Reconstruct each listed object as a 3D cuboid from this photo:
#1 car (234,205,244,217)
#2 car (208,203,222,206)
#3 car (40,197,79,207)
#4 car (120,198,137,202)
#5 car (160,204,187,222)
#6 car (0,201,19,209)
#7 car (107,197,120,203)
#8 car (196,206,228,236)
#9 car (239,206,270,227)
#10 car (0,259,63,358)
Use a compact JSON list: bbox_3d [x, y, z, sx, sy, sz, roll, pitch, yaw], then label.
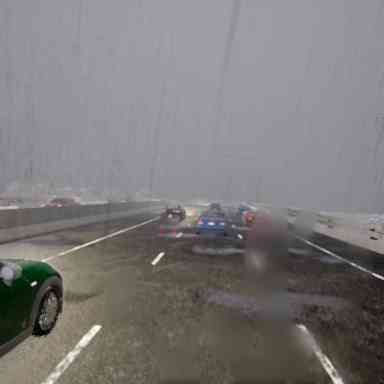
[{"bbox_3d":[6.164,2.302,40.065,1.994,1.385,4.181,2,-1,5],"label":"car"},{"bbox_3d":[3.304,2.260,47.379,1.812,1.442,4.674,2,-1,5],"label":"car"},{"bbox_3d":[-12.225,1.302,30.847,2.097,1.767,4.553,2,-1,4],"label":"car"},{"bbox_3d":[-12.532,1.899,67.698,1.837,1.490,4.892,2,-1,5],"label":"car"},{"bbox_3d":[-1.595,1.811,29.729,2.128,1.511,4.902,2,-1,4],"label":"car"},{"bbox_3d":[-16.053,1.357,26.605,1.895,1.301,4.718,2,-1,4],"label":"car"},{"bbox_3d":[-15.933,1.746,68.867,1.882,1.535,5.008,2,-1,5],"label":"car"},{"bbox_3d":[1.273,1.857,20.970,2.033,1.411,5.357,2,-1,4],"label":"car"},{"bbox_3d":[5.252,2.142,27.820,1.895,1.301,4.718,2,-1,4],"label":"car"},{"bbox_3d":[-3.304,1.280,3.839,2.097,1.767,4.553,2,-1,3],"label":"car"}]
